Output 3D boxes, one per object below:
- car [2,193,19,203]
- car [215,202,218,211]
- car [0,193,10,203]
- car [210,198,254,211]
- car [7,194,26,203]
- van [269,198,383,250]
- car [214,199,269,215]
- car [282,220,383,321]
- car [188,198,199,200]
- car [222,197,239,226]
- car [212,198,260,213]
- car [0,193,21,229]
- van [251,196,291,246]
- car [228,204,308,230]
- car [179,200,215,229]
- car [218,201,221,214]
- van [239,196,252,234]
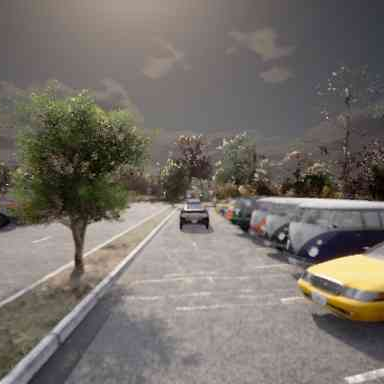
[{"bbox_3d":[-42.236,1.457,77.421,2.435,2.045,5.566,1,-3,-19],"label":"car"},{"bbox_3d":[4.878,1.539,30.799,4.792,1.488,2.163,1,0,-20],"label":"car"},{"bbox_3d":[-34.706,1.055,60.341,2.185,1.767,4.553,0,-1,-19],"label":"car"},{"bbox_3d":[4.946,1.517,40.993,4.892,1.521,2.231,1,0,-20],"label":"car"},{"bbox_3d":[-31.755,1.182,60.315,2.231,1.521,4.892,0,-1,-19],"label":"car"},{"bbox_3d":[4.743,1.266,9.518,4.442,1.987,1.878,1,0,-20],"label":"van"},{"bbox_3d":[5.088,1.512,34.274,5.366,1.575,1.946,1,0,-20],"label":"car"},{"bbox_3d":[4.666,1.486,6.520,5.366,1.575,1.946,1,0,-20],"label":"car"},{"bbox_3d":[0.206,1.534,39.396,1.837,1.490,4.892,0,0,0],"label":"car"},{"bbox_3d":[4.896,1.249,18.505,5.566,2.045,2.435,1,0,-20],"label":"car"},{"bbox_3d":[4.922,1.516,37.599,4.892,1.521,2.231,1,0,-20],"label":"car"},{"bbox_3d":[-13.294,1.228,19.503,5.566,2.045,2.435,-1,0,-20],"label":"car"},{"bbox_3d":[4.748,1.268,12.497,4.442,1.987,1.878,1,0,-20],"label":"van"},{"bbox_3d":[4.876,1.543,21.467,4.674,1.452,2.002,1,0,-20],"label":"car"},{"bbox_3d":[0.146,1.509,21.932,2.128,1.511,4.902,0,0,0],"label":"car"},{"bbox_3d":[4.923,1.382,27.430,4.553,1.767,2.185,1,0,-20],"label":"car"},{"bbox_3d":[4.752,1.271,15.474,4.442,1.987,1.878,1,0,-20],"label":"van"}]
